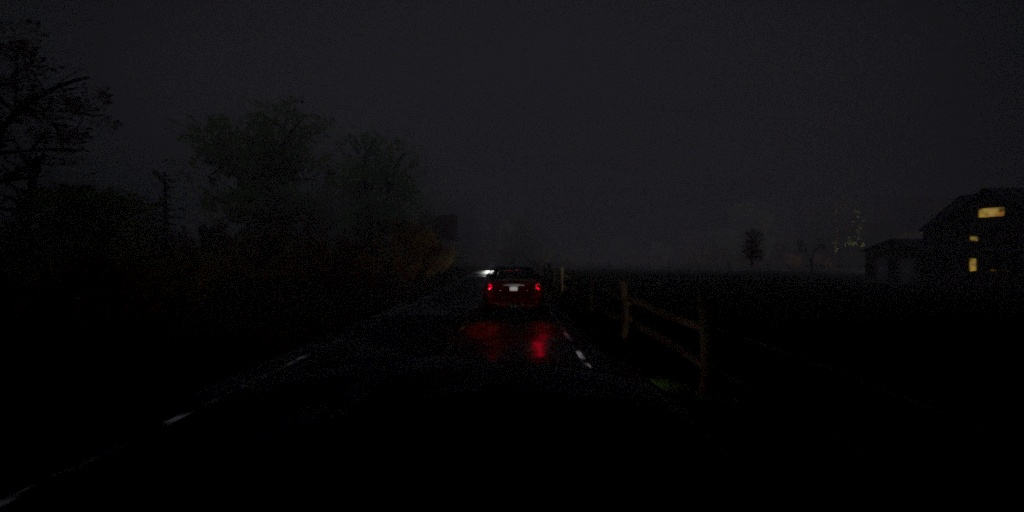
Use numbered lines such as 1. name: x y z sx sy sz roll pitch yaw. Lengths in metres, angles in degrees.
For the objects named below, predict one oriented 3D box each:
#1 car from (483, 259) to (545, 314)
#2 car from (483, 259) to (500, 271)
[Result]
1. car: 0.072 1.098 13.873 2.097 1.767 4.553 0 0 0
2. car: -2.801 1.224 50.549 2.128 1.511 4.902 0 0 0
